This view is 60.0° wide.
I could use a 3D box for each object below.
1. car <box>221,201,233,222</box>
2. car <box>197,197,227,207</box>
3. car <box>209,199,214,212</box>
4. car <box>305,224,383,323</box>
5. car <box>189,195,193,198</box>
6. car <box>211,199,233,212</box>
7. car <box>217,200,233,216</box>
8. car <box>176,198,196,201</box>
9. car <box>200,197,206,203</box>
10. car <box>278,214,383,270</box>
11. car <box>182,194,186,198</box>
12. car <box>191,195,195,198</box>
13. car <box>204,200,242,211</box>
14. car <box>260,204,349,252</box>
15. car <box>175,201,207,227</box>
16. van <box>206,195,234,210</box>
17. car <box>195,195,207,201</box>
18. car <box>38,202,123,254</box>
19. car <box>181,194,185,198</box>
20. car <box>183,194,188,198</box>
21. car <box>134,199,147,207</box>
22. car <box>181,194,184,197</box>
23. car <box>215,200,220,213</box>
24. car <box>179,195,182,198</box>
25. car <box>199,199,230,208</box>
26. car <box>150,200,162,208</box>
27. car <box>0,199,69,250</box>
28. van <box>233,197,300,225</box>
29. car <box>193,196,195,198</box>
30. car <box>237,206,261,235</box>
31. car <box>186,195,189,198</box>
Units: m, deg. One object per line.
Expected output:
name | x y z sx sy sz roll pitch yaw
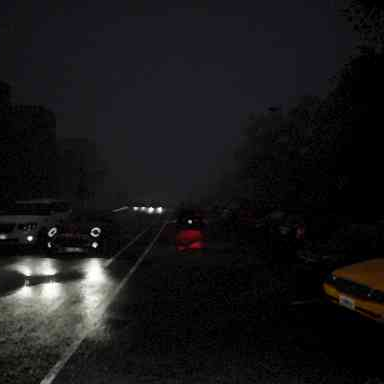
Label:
car | 5.036 1.676 24.409 5.008 1.535 2.097 1 -1 -22
car | 3.442 1.704 56.998 4.553 1.767 2.185 1 -1 -24
car | 4.634 1.769 36.244 4.674 1.452 2.002 1 -1 -23
car | 5.121 1.545 6.515 5.366 1.575 1.946 1 0 -20
car | 2.537 1.908 68.855 5.008 1.535 2.097 1 -1 -25
car | 4.733 1.757 33.291 4.674 1.452 2.002 0 0 -22
car | 5.132 1.691 27.446 5.366 1.575 1.946 1 -1 -22
car | -0.867 1.831 41.847 1.994 1.385 4.181 0 0 -3
car | 4.193 1.747 42.105 5.366 1.575 1.946 1 0 -23
car | 5.287 1.577 9.552 4.892 1.521 2.231 1 0 -21
car | 0.790 2.051 86.595 5.008 1.535 2.097 1 -1 -26
car | 2.765 1.917 65.880 4.792 1.488 2.163 1 0 -25
car | 4.210 1.807 45.145 4.674 1.452 2.002 1 0 -23
car | 5.228 1.473 12.516 4.553 1.767 2.185 1 -1 -21
car | -0.191 1.696 24.314 1.837 1.490 4.892 0 0 -1
van | 4.402 1.513 39.164 4.442 1.987 1.878 1 0 -23
car | 3.893 1.546 51.093 5.566 2.045 2.435 1 -1 -24
car | -4.339 1.476 14.054 2.097 1.767 4.553 0 0 -1
car | 0.631 2.076 89.631 5.366 1.575 1.946 1 -1 -27
car | 1.127 2.026 83.636 5.008 1.535 2.097 1 0 -26
car | -8.961 1.926 57.847 1.994 1.385 4.181 0 0 -4
car | 0.151 1.976 92.507 4.553 1.767 2.185 1 0 -27
car | 4.854 1.745 30.346 4.674 1.452 2.002 1 -1 -22
car | -0.238 2.126 95.448 5.008 1.535 2.097 1 -1 -27
car | 3.677 1.853 54.039 4.674 1.452 2.002 1 0 -24
car | -6.006 1.947 55.725 1.895 1.301 4.718 0 0 -4
car | -7.147 1.356 15.274 2.150 2.045 5.566 0 0 -1
van | 5.223 1.435 21.486 4.442 1.987 1.878 1 -1 -21
car | 3.267 1.850 59.966 4.892 1.521 2.231 1 0 -25
car | 5.174 1.680 18.465 4.674 1.452 2.002 1 0 -21
car | 2.017 1.953 74.769 5.008 1.535 2.097 1 0 -26
